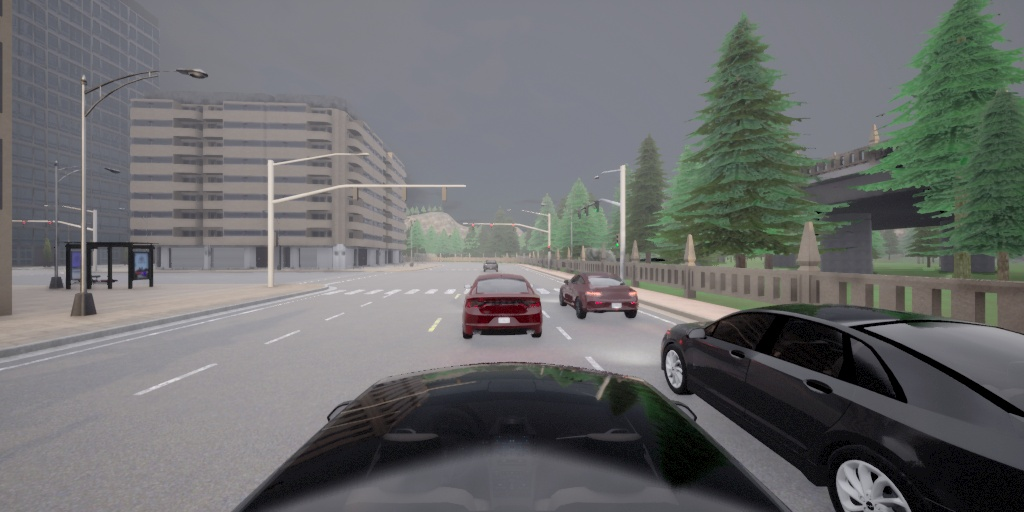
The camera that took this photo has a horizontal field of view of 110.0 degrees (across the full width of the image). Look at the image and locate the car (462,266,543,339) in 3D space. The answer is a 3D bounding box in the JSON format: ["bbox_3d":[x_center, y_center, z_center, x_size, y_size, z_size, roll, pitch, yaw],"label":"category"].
[{"bbox_3d":[-0.340,1.228,10.161,1.882,1.535,5.008,0,0,-4],"label":"car"}]

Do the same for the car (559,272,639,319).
[{"bbox_3d":[2.922,1.276,12.736,1.812,1.442,4.674,0,0,-3],"label":"car"}]

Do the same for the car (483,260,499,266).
[{"bbox_3d":[-2.716,1.242,45.913,2.128,1.511,4.902,0,0,-4],"label":"car"}]

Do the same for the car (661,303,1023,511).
[{"bbox_3d":[3.258,1.255,3.746,1.837,1.490,4.892,0,0,0],"label":"car"}]
